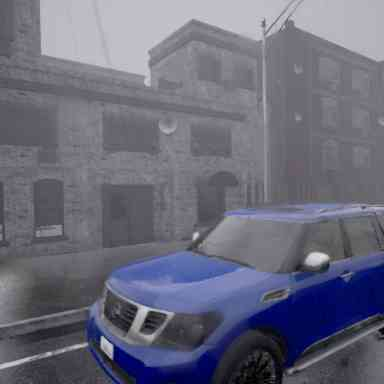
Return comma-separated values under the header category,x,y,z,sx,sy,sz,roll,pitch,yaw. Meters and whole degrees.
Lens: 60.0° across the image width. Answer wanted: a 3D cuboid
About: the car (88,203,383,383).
category,x,y,z,sx,sy,sz,roll,pitch,yaw
car,1.386,1.220,4.981,5.566,2.045,2.150,0,0,-36
